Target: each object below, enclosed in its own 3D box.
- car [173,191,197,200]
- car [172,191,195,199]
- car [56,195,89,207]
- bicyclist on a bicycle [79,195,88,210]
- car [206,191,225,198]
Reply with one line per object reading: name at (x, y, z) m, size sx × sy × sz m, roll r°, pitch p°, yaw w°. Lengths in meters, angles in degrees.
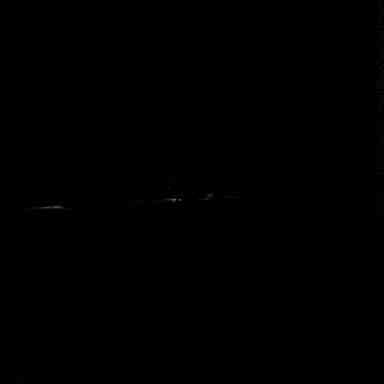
car at (-0.981, 0.718, 58.010) m, size 1.994 × 1.385 × 4.181 m, roll 1°, pitch 2°, yaw 36°
car at (-1.621, 0.536, 63.260) m, size 1.837 × 1.490 × 4.892 m, roll 1°, pitch 1°, yaw 36°
car at (-15.613, 1.121, 43.656) m, size 1.994 × 1.385 × 4.181 m, roll 1°, pitch 2°, yaw 35°
bicyclist on a bicycle at (-11.761, 1.190, 35.956) m, size 1.656 × 1.620 × 0.582 m, roll -1°, pitch 1°, yaw 35°
car at (4.748, 0.455, 66.176) m, size 2.128 × 1.511 × 4.902 m, roll 1°, pitch 2°, yaw 35°
